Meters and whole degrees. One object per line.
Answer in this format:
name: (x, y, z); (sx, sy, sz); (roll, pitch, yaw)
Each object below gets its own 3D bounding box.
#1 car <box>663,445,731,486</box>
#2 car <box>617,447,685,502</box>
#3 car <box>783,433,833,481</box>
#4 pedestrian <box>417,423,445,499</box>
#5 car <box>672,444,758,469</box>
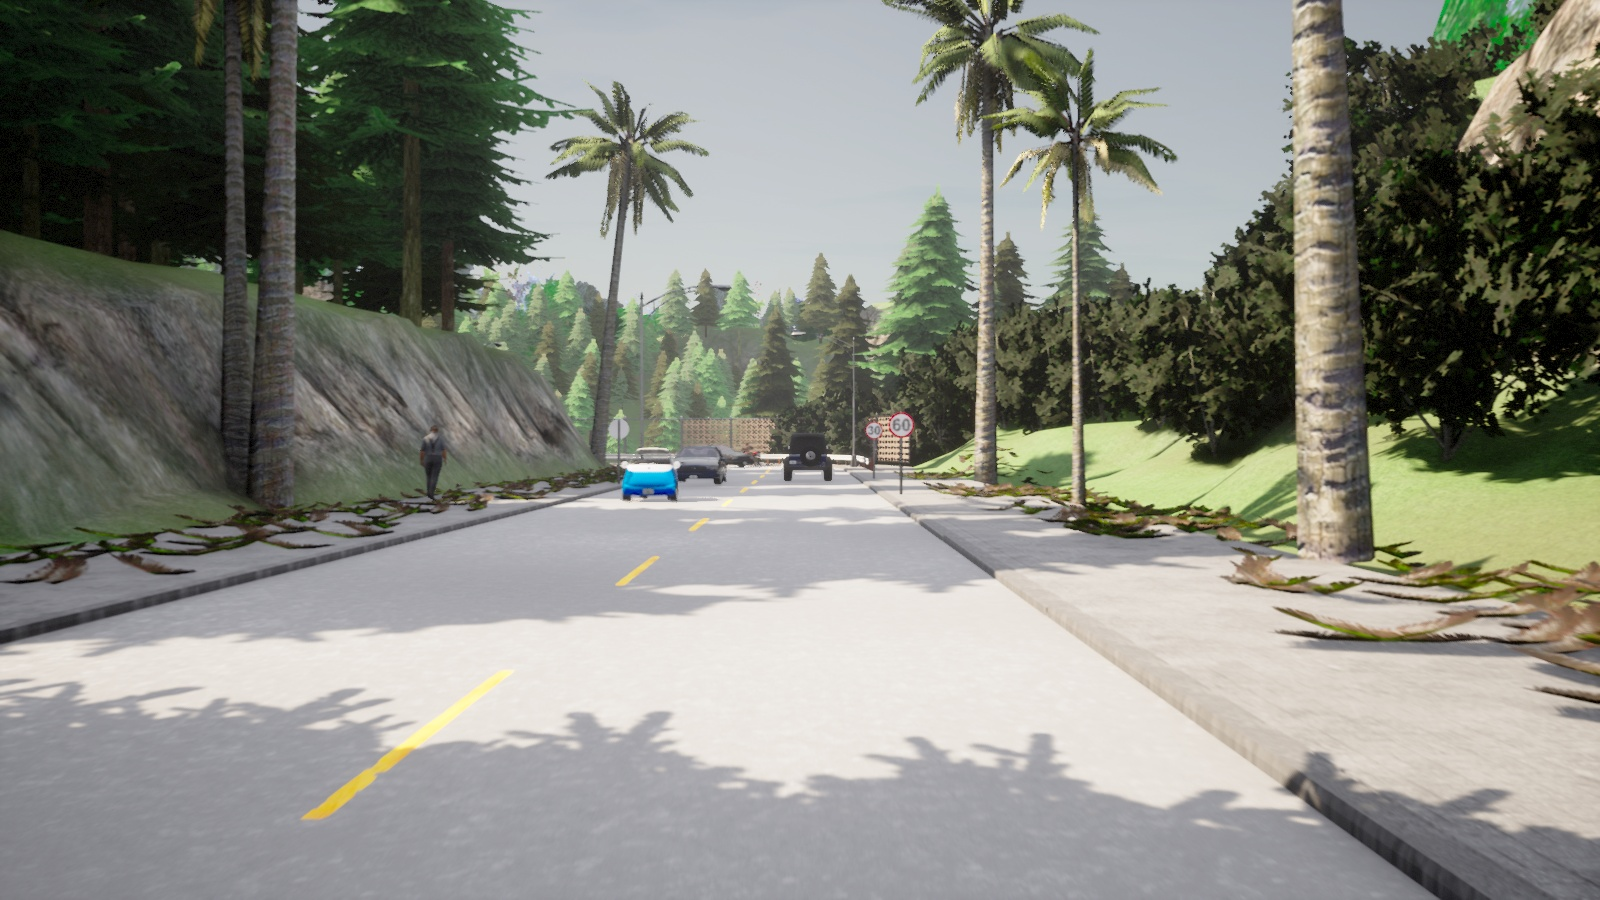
car: (-3.705, 0.530, 46.230); (2.033, 1.411, 5.357); (0, 0, 0)
car: (-3.791, 0.616, 32.265); (1.481, 1.376, 2.207); (0, 0, 0)
car: (0.319, 0.259, 50.389); (1.905, 1.878, 3.866); (0, 0, 0)
pedestrian: (-9.010, 0.260, 30.673); (0.540, 1.848, 0.694); (0, 0, -7)
car: (-5.150, 0.364, 75.780); (5.357, 1.411, 2.033); (0, 0, 43)
